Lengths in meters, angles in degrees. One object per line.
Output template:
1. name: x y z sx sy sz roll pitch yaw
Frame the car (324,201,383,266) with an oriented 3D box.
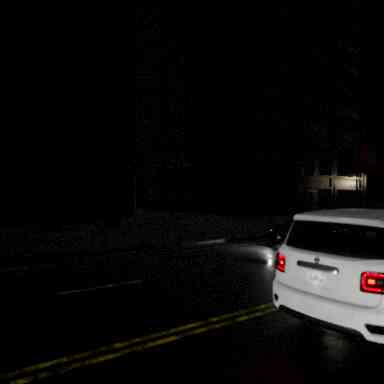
1. car: 7.907 1.424 13.314 5.566 2.045 2.150 1 -1 -35

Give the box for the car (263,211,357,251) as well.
1. car: 5.675 1.722 15.728 4.674 1.442 1.812 1 -1 -35

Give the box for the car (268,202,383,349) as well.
1. car: 3.940 1.321 6.256 5.566 2.045 2.150 1 0 -35
